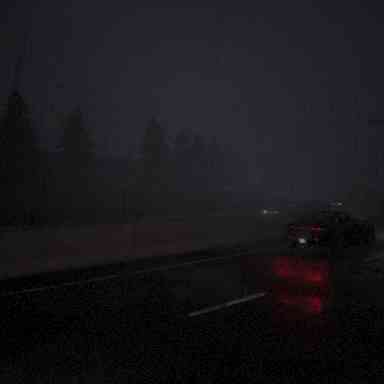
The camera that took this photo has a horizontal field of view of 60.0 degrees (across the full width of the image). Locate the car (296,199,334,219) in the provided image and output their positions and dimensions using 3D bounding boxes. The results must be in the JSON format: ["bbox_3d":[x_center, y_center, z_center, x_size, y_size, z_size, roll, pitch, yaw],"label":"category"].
[{"bbox_3d":[11.233,1.492,30.053,1.882,1.535,5.008,0,0,37],"label":"car"}]

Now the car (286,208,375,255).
[{"bbox_3d":[5.665,1.497,13.349,4.902,1.511,2.128,0,0,-43],"label":"car"}]
